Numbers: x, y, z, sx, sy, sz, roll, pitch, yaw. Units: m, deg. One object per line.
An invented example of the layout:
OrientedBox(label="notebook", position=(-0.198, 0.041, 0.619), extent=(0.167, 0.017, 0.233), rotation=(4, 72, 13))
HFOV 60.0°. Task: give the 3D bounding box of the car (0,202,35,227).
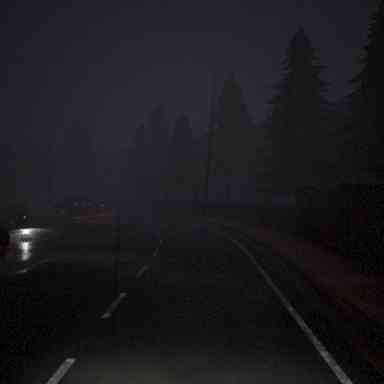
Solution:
OrientedBox(label="car", position=(-12.388, 1.651, 23.410), extent=(1.812, 1.442, 4.674), rotation=(0, -1, -22))

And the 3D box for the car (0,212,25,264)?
OrientedBox(label="car", position=(-7.009, 1.542, 9.222), extent=(2.128, 1.511, 4.902), rotation=(0, 0, 0))

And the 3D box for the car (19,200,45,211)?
OrientedBox(label="car", position=(-21.497, 1.792, 42.554), extent=(4.181, 1.385, 1.994), rotation=(0, 0, 26))

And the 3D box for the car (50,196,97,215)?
OrientedBox(label="car", position=(-12.973, 1.417, 36.232), extent=(2.150, 2.045, 5.566), rotation=(0, 0, -44))

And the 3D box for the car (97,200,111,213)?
OrientedBox(label="car", position=(-11.517, 1.706, 39.473), extent=(4.902, 1.511, 2.128), rotation=(0, 0, 44))

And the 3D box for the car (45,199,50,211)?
OrientedBox(label="car", position=(-19.736, 1.749, 45.334), extent=(4.892, 1.490, 1.837), rotation=(0, 0, 29))
